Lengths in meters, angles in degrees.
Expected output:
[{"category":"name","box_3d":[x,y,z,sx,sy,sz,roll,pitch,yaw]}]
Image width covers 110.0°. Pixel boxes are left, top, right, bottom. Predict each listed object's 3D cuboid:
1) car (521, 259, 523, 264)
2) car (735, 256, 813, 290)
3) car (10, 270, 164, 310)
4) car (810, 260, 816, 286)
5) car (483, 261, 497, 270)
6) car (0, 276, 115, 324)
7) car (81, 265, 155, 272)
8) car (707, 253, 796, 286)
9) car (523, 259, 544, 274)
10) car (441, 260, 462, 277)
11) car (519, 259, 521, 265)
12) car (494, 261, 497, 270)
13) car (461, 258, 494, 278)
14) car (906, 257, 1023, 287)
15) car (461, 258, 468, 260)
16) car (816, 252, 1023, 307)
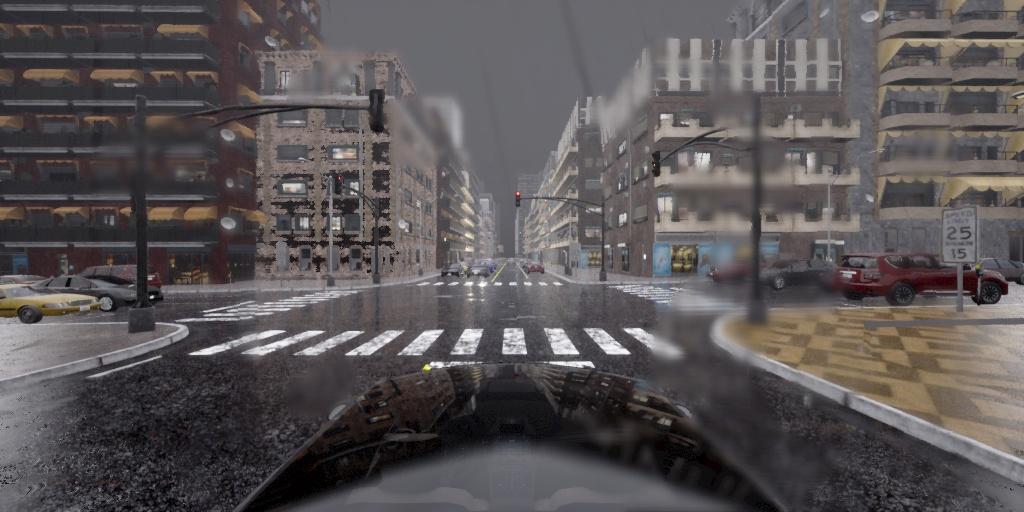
[{"category":"car","box_3d":[2.590,1.200,46.524,1.967,1.591,4.097,0,0,0]},{"category":"car","box_3d":[14.933,0.947,18.933,4.892,1.490,1.837,-1,0,-1]},{"category":"car","box_3d":[-17.898,1.560,15.370,4.892,1.490,1.837,-1,0,-1]},{"category":"car","box_3d":[16.127,0.992,15.747,4.181,1.385,1.994,-1,0,-1]},{"category":"car","box_3d":[-3.207,1.365,53.434,1.895,1.301,4.718,0,0,0]},{"category":"car","box_3d":[-17.654,1.585,12.786,4.829,1.417,1.751,0,0,-1]},{"category":"car","box_3d":[-23.642,1.462,21.069,5.009,1.841,2.192,0,0,-1]},{"category":"car","box_3d":[14.531,0.759,21.520,5.009,1.841,2.192,0,0,-1]},{"category":"car","box_3d":[2.603,1.198,40.842,1.967,1.591,4.097,0,0,0]},{"category":"car","box_3d":[-5.765,1.322,35.139,1.948,1.339,4.313,0,0,0]},{"category":"car","box_3d":[2.565,1.349,57.889,1.802,1.307,4.207,0,0,0]},{"category":"car","box_3d":[-3.192,1.237,43.437,1.882,1.535,5.008,0,0,0]},{"category":"car","box_3d":[-3.172,1.247,34.014,2.128,1.511,4.902,0,0,0]},{"category":"car","box_3d":[24.723,0.807,19.044,5.357,1.411,2.033,-1,0,-1]},{"category":"car","box_3d":[-5.777,1.284,40.651,1.751,1.417,4.829,0,0,0]},{"category":"car","box_3d":[14.685,0.775,13.141,5.009,1.841,2.192,0,0,-1]}]
